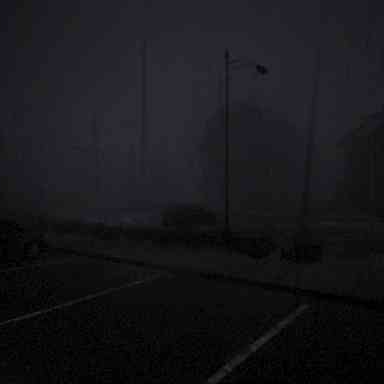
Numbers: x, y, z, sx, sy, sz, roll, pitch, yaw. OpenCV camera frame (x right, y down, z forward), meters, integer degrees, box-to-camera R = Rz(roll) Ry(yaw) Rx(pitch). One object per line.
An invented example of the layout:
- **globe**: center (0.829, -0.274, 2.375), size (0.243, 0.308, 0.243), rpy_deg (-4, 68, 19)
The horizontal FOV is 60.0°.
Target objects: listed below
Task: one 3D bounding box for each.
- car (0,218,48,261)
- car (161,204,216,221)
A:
- **car**: center (-6.642, 1.523, 10.323), size (1.784, 1.438, 3.905), rpy_deg (0, 0, 36)
- **car**: center (-0.162, 1.507, 21.501), size (1.816, 1.474, 4.193), rpy_deg (0, 0, 36)
